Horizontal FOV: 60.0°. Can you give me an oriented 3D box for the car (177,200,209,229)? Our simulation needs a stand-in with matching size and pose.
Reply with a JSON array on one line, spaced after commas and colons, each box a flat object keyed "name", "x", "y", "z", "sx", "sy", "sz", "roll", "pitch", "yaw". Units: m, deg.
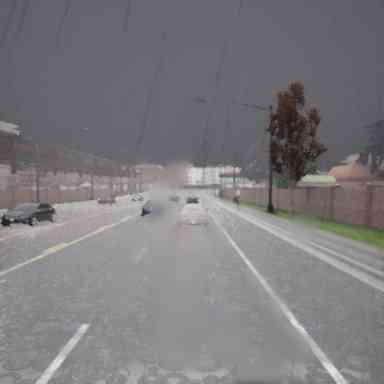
[{"name": "car", "x": 0.086, "y": 1.438, "z": 20.774, "sx": 1.812, "sy": 1.442, "sz": 4.674, "roll": 0, "pitch": 0, "yaw": 0}]

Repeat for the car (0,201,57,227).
[{"name": "car", "x": -10.596, "y": 1.412, "z": 21.973, "sx": 1.837, "sy": 1.490, "sz": 4.892, "roll": 0, "pitch": 0, "yaw": 0}]

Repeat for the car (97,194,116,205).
[{"name": "car", "x": -14.052, "y": 1.118, "z": 54.944, "sx": 2.097, "sy": 1.767, "sz": 4.553, "roll": 0, "pitch": 0, "yaw": 0}]

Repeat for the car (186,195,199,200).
[{"name": "car", "x": 0.067, "y": 1.286, "z": 52.162, "sx": 1.837, "sy": 1.490, "sz": 4.892, "roll": 0, "pitch": 1, "yaw": 0}]

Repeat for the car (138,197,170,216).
[{"name": "car", "x": -3.420, "y": 1.434, "z": 30.514, "sx": 1.994, "sy": 1.385, "sz": 4.181, "roll": 0, "pitch": 0, "yaw": 0}]

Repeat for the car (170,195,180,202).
[{"name": "car", "x": -3.414, "y": 1.275, "z": 64.222, "sx": 2.033, "sy": 1.411, "sz": 5.357, "roll": 0, "pitch": 0, "yaw": 0}]

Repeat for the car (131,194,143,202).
[{"name": "car", "x": -10.539, "y": 1.202, "z": 64.642, "sx": 2.128, "sy": 1.511, "sz": 4.902, "roll": 0, "pitch": 0, "yaw": 0}]
